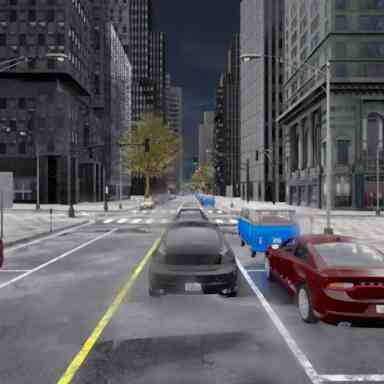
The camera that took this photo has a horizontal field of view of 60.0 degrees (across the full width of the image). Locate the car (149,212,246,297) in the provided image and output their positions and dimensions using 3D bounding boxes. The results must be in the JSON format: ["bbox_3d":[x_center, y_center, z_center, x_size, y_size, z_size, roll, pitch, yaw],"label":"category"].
[{"bbox_3d":[0.027,1.504,8.546,1.837,1.490,4.892,0,0,0],"label":"car"}]

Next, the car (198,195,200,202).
[{"bbox_3d":[2.523,1.584,55.924,1.947,1.339,4.313,0,0,0],"label":"car"}]

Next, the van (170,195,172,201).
[{"bbox_3d":[-6.092,1.380,76.812,1.690,1.788,3.998,0,0,0],"label":"van"}]

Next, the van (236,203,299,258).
[{"bbox_3d":[2.727,1.340,12.527,1.690,1.788,3.998,0,0,0],"label":"van"}]

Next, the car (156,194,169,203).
[{"bbox_3d":[-6.023,1.337,60.945,2.192,1.841,5.009,0,0,0],"label":"car"}]

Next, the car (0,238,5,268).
[{"bbox_3d":[-5.805,1.544,6.983,1.887,1.381,4.507,0,0,0],"label":"car"}]

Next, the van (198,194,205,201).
[{"bbox_3d":[2.406,1.388,82.990,1.690,1.788,3.998,0,0,0],"label":"van"}]

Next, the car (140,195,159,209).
[{"bbox_3d":[-5.960,1.536,44.906,1.752,1.417,4.829,0,0,0],"label":"car"}]

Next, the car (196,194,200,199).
[{"bbox_3d":[2.453,1.584,72.163,2.008,1.369,4.403,0,0,0],"label":"car"}]

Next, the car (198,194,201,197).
[{"bbox_3d":[2.500,1.567,61.337,1.887,1.381,4.507,0,0,0],"label":"car"}]

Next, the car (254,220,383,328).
[{"bbox_3d":[2.750,1.544,7.001,1.887,1.381,4.507,0,0,0],"label":"car"}]

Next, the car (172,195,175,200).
[{"bbox_3d":[-6.139,1.618,87.389,1.947,1.339,4.313,0,0,0],"label":"car"}]

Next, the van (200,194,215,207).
[{"bbox_3d":[2.548,1.355,50.511,1.690,1.788,3.998,0,0,0],"label":"van"}]

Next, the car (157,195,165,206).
[{"bbox_3d":[-6.000,1.563,55.656,1.887,1.381,4.507,0,0,0],"label":"car"}]

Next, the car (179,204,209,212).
[{"bbox_3d":[-0.065,1.564,17.495,1.994,1.385,4.181,0,0,0],"label":"car"}]
